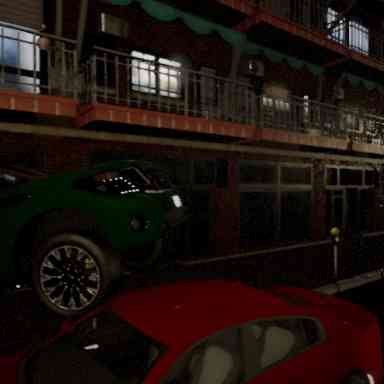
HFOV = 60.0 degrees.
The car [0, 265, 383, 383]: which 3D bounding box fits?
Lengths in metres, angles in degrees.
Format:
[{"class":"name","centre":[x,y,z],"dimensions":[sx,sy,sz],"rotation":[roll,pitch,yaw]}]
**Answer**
[{"class":"car","centre":[-0.171,1.541,2.764],"dimensions":[4.507,1.381,1.887],"rotation":[0,0,-36]}]

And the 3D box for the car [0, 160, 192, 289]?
[{"class":"car","centre":[-2.852,0.664,4.589],"dimensions":[5.566,2.045,2.150],"rotation":[-19,-1,11]}]
